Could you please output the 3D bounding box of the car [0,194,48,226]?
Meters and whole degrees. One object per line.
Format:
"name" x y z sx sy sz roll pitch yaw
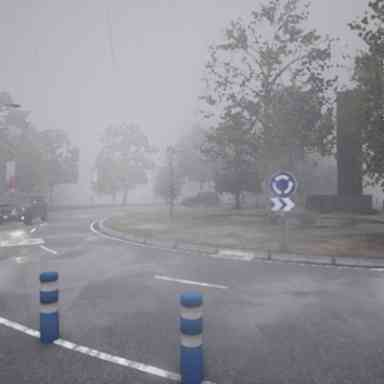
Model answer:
"car" -11.889 1.200 23.371 2.150 2.045 5.566 -1 0 -7

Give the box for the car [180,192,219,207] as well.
"car" 1.093 1.007 46.566 5.566 2.045 2.150 0 0 -22
